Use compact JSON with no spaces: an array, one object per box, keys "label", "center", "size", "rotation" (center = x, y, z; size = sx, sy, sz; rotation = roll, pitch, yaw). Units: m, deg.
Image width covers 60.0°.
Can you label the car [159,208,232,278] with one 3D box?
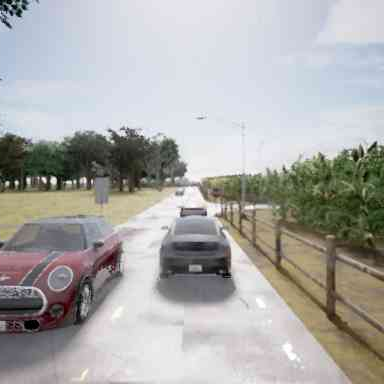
[{"label":"car","center":[0.093,1.476,10.067],"size":[1.837,1.490,4.892],"rotation":[0,1,0]}]

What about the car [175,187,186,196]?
[{"label":"car","center":[-2.659,-0.005,70.798],"size":[2.128,1.511,4.902],"rotation":[0,2,0]}]

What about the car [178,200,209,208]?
[{"label":"car","center":[0.104,1.316,22.961],"size":[2.128,1.511,4.902],"rotation":[0,1,0]}]

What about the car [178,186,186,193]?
[{"label":"car","center":[-2.639,-0.655,86.286],"size":[1.812,1.442,4.674],"rotation":[0,2,0]}]

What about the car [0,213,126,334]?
[{"label":"car","center":[-2.839,1.339,7.071],"size":[2.097,1.767,4.553],"rotation":[0,0,0]}]
